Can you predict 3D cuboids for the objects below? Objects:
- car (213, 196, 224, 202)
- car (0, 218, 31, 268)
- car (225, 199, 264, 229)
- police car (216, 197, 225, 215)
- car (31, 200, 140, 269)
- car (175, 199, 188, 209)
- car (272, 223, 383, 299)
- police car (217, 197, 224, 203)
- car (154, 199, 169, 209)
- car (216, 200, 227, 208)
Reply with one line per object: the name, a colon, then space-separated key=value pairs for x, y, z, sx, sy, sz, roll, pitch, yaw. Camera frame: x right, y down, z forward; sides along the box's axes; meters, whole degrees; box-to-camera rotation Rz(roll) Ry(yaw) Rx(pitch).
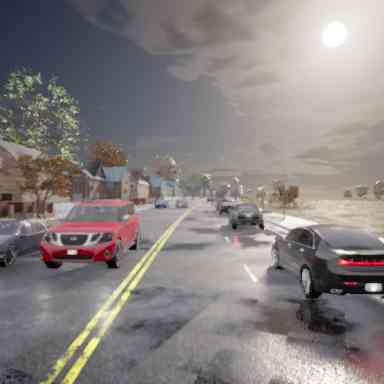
car: x=4.565 y=1.858 z=48.834 sx=2.033 sy=1.649 sz=4.856 roll=0 pitch=0 yaw=3
car: x=-6.515 y=1.648 z=11.999 sx=2.033 sy=1.411 sz=5.357 roll=0 pitch=-1 yaw=1
car: x=3.673 y=1.558 z=23.356 sx=2.097 sy=1.767 sz=4.553 roll=0 pitch=0 yaw=2
police car: x=4.046 y=1.757 z=38.013 sx=1.930 sy=1.638 sz=5.238 roll=0 pitch=0 yaw=2
car: x=-3.262 y=1.323 z=11.933 sx=2.150 sy=2.045 sz=5.566 roll=0 pitch=0 yaw=1
car: x=-1.658 y=1.968 z=54.448 sx=2.128 sy=1.511 sz=4.902 roll=0 pitch=0 yaw=4
car: x=3.404 y=1.581 z=8.623 sx=1.837 sy=1.490 sz=4.892 roll=0 pitch=-1 yaw=1
police car: x=7.990 y=2.244 z=92.581 sx=1.930 sy=1.638 sz=5.238 roll=0 pitch=-1 yaw=6
car: x=-4.912 y=1.956 z=54.468 sx=1.882 sy=1.535 sz=5.008 roll=0 pitch=0 yaw=4
car: x=5.224 y=2.122 z=59.787 sx=1.895 sy=1.301 sz=4.718 roll=0 pitch=-1 yaw=4
